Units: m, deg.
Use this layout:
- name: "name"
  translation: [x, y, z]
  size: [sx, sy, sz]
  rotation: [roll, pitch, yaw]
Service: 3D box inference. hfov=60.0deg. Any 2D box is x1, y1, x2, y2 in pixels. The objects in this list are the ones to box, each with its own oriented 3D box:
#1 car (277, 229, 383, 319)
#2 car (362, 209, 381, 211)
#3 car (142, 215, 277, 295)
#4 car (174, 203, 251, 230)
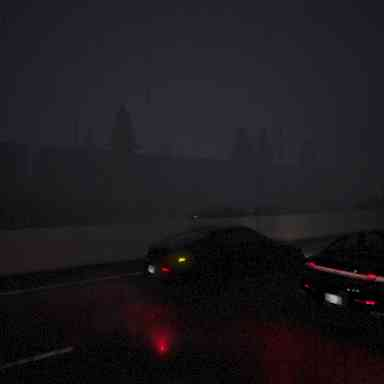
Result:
- name: "car"
  translation: [4.262, 1.524, 6.788]
  size: [4.902, 1.511, 2.128]
  rotation: [0, 0, -35]
- name: "car"
  translation: [15.962, 1.351, 28.272]
  size: [5.566, 2.045, 2.150]
  rotation: [0, 0, -35]
- name: "car"
  translation: [0.971, 1.551, 8.738]
  size: [4.674, 1.442, 1.812]
  rotation: [0, 0, -36]
- name: "car"
  translation: [1.428, 1.553, 22.208]
  size: [4.902, 1.511, 2.128]
  rotation: [0, 0, -35]
